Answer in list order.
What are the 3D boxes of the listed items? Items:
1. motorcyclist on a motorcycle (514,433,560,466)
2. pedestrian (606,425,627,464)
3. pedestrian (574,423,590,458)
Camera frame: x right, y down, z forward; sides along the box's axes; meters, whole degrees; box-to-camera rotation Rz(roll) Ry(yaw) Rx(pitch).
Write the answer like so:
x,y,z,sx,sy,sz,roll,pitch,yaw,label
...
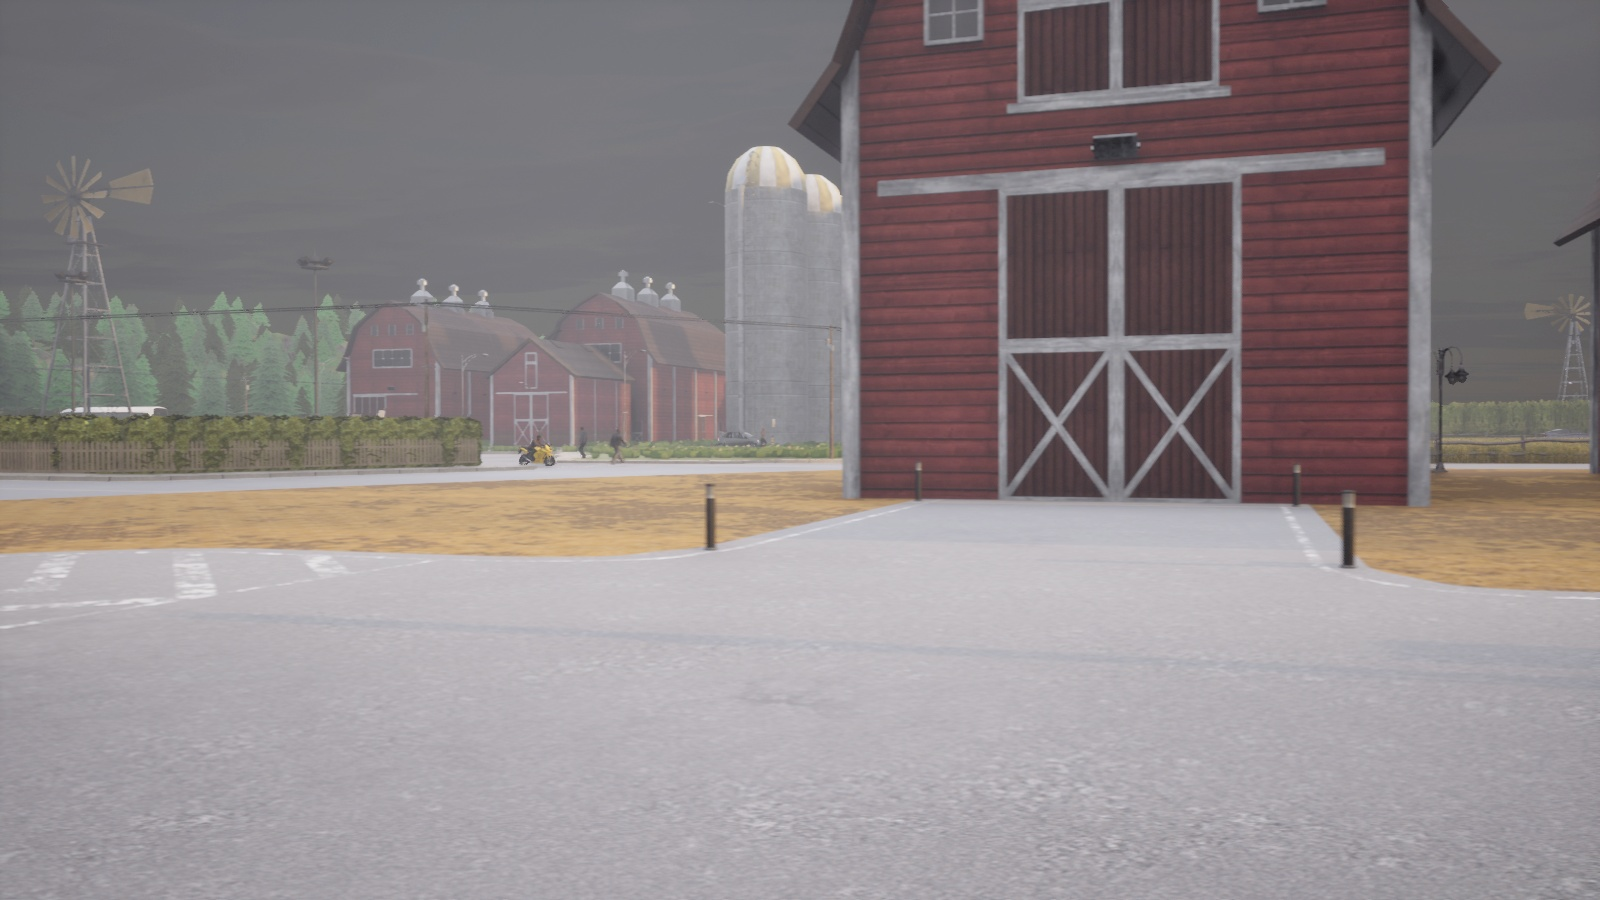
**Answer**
x,y,z,sx,sy,sz,roll,pitch,yaw,label
-12.403,-0.047,59.220,2.044,1.523,0.797,1,2,22,motorcyclist on a motorcycle
-9.008,-0.270,61.724,0.563,1.883,0.849,1,1,38,pedestrian
-11.983,-0.528,69.012,0.788,1.949,0.423,1,1,28,pedestrian
